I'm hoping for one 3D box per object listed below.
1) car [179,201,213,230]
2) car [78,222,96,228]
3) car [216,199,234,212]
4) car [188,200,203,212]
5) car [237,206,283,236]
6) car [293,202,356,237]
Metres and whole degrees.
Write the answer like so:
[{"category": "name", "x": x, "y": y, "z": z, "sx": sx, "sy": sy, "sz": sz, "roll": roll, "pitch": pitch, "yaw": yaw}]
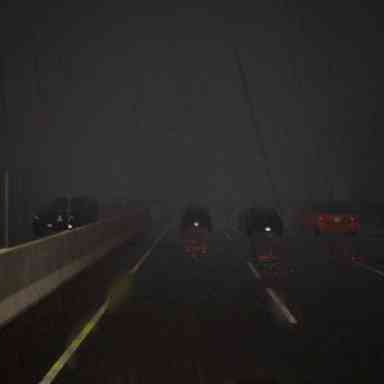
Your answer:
[{"category": "car", "x": 0.268, "y": 1.579, "z": 21.481, "sx": 1.837, "sy": 1.490, "sz": 4.892, "roll": 0, "pitch": 0, "yaw": 1}, {"category": "car", "x": -6.953, "y": 1.290, "z": 19.081, "sx": 2.150, "sy": 2.045, "sz": 5.566, "roll": 0, "pitch": 0, "yaw": 1}, {"category": "car", "x": 3.944, "y": 1.626, "z": 40.243, "sx": 2.128, "sy": 1.511, "sz": 4.902, "roll": 0, "pitch": 0, "yaw": 1}, {"category": "car", "x": 0.471, "y": 1.745, "z": 42.890, "sx": 1.895, "sy": 1.301, "sz": 4.718, "roll": 0, "pitch": 0, "yaw": 1}, {"category": "car", "x": 3.742, "y": 1.568, "z": 18.715, "sx": 1.837, "sy": 1.490, "sz": 4.892, "roll": 0, "pitch": 0, "yaw": 1}, {"category": "car", "x": 7.242, "y": 1.411, "z": 18.668, "sx": 2.097, "sy": 1.767, "sz": 4.553, "roll": 0, "pitch": 0, "yaw": 1}]
